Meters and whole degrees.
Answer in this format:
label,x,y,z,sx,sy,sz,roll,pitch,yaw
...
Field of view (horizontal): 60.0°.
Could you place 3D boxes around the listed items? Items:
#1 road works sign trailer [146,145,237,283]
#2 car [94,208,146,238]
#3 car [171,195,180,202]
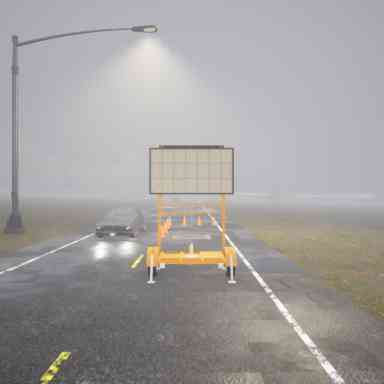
label,x,y,z,sx,sy,sz,roll,pitch,yaw
road works sign trailer,-0.010,0.465,9.619,2.380,3.560,2.880,0,0,0
car,-3.617,1.549,17.804,2.033,1.411,5.357,0,0,0
car,-3.569,1.482,73.224,1.882,1.535,5.008,0,0,0
